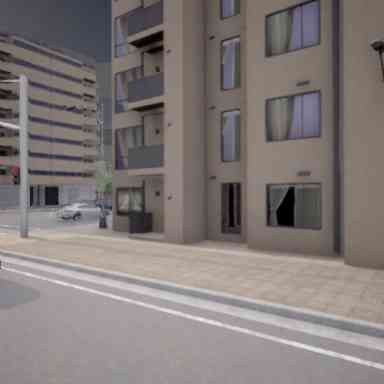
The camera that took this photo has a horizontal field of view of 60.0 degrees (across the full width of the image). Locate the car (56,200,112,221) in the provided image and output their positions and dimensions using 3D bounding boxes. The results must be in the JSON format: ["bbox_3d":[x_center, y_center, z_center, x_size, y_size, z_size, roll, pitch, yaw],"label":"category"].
[{"bbox_3d":[-9.140,1.649,28.238,1.812,1.442,4.674,0,0,36],"label":"car"}]

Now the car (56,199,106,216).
[{"bbox_3d":[-12.063,1.639,36.467,1.882,1.535,5.008,0,0,35],"label":"car"}]

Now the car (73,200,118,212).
[{"bbox_3d":[-12.200,1.727,42.375,2.033,1.411,5.357,0,0,35],"label":"car"}]

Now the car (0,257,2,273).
[{"bbox_3d":[-6.966,1.620,8.947,4.181,1.385,1.994,0,0,36],"label":"car"}]
